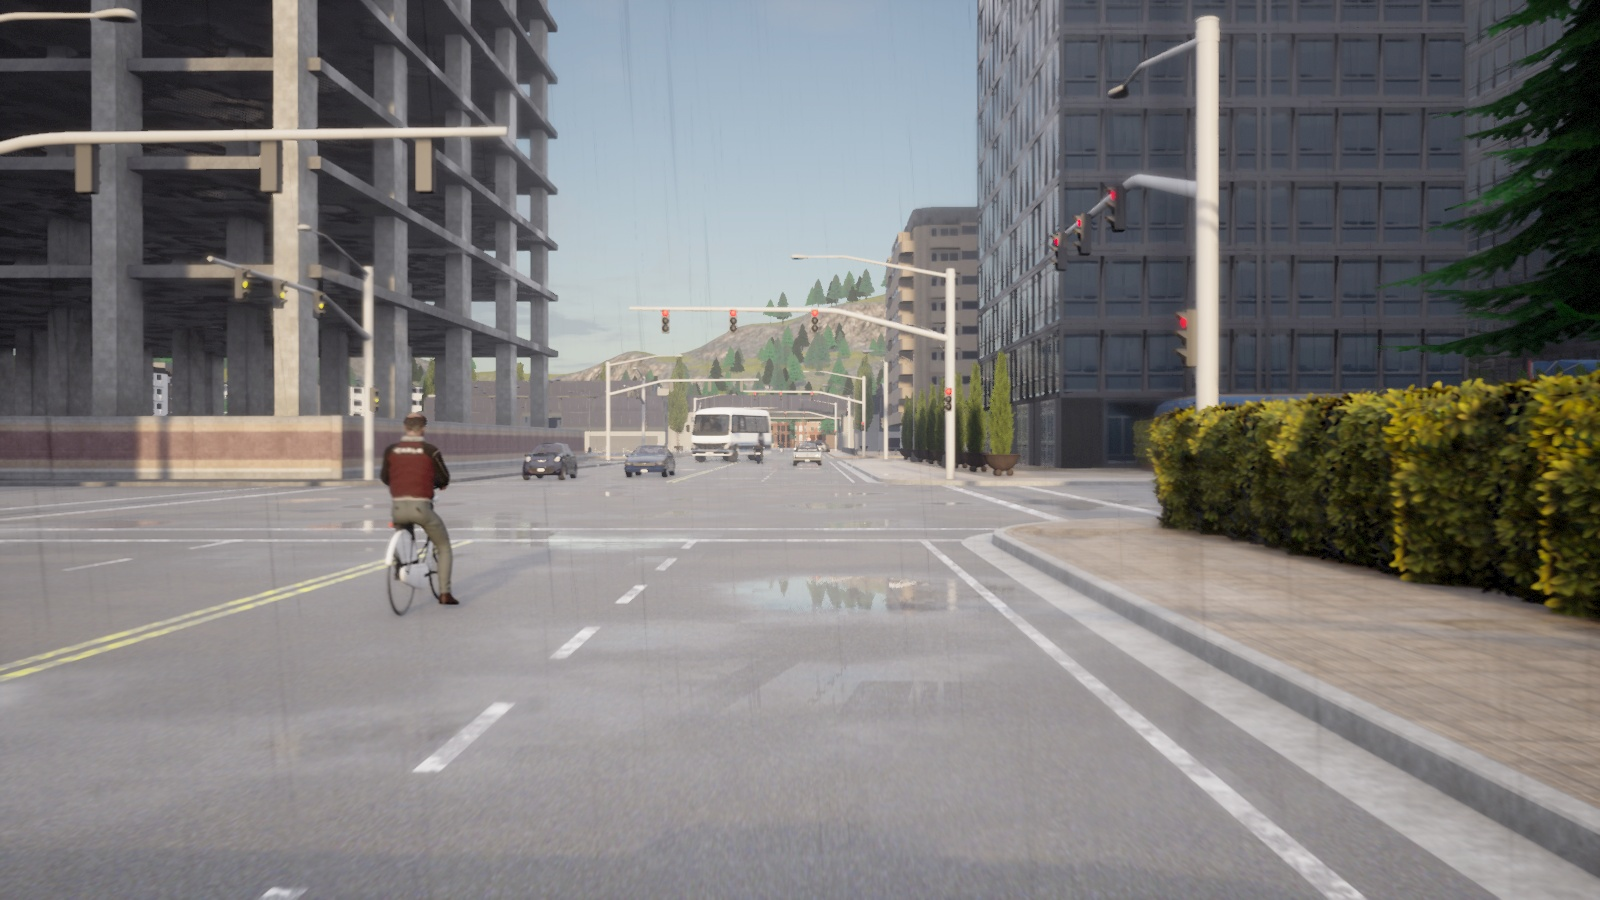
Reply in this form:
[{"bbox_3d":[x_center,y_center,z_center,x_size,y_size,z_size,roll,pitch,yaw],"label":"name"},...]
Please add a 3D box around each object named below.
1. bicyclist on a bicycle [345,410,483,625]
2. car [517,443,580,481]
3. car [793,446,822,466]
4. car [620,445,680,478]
[{"bbox_3d":[-3.420,0.551,11.299,0.659,1.776,1.843,0,1,0],"label":"bicyclist on a bicycle"},{"bbox_3d":[-10.194,0.464,51.151,1.845,1.501,3.633,0,0,0],"label":"car"},{"bbox_3d":[0.486,0.381,82.688,1.895,1.301,4.718,0,0,0],"label":"car"},{"bbox_3d":[-6.665,0.471,56.298,2.033,1.411,5.357,0,0,0],"label":"car"}]
